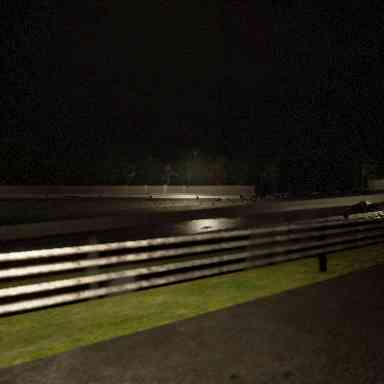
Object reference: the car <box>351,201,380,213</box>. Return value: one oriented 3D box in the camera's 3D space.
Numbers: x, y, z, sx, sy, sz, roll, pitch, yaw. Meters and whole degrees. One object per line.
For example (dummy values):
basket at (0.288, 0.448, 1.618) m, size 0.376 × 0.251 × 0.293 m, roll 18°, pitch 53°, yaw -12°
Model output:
car at (23.652, 1.908, 45.337) m, size 4.181 × 1.385 × 1.994 m, roll -3°, pitch 2°, yaw -28°
